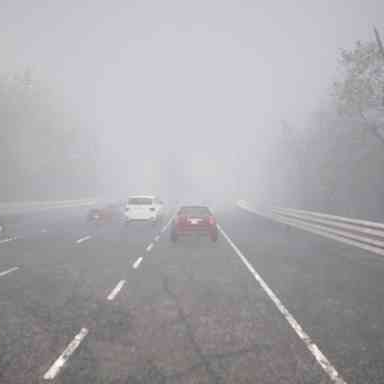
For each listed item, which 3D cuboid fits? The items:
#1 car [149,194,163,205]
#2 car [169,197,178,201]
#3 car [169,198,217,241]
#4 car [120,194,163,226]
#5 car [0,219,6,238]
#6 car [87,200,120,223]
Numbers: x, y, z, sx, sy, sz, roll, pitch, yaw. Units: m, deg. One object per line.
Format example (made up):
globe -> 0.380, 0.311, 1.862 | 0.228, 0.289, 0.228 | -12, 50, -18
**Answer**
car -> -6.878, 1.379, 63.596 | 2.150, 2.045, 5.566 | 0, 0, 0
car -> -3.377, 1.652, 64.897 | 2.128, 1.511, 4.902 | 0, 0, 0
car -> 0.119, 1.394, 17.122 | 2.097, 1.767, 4.553 | 0, 0, 0
car -> -3.391, 1.282, 24.113 | 2.150, 2.045, 5.566 | 0, 0, 0
car -> -10.394, 1.542, 15.025 | 1.837, 1.490, 4.892 | 0, 0, 0
car -> -6.889, 1.590, 26.281 | 1.812, 1.442, 4.674 | 0, 0, 0
